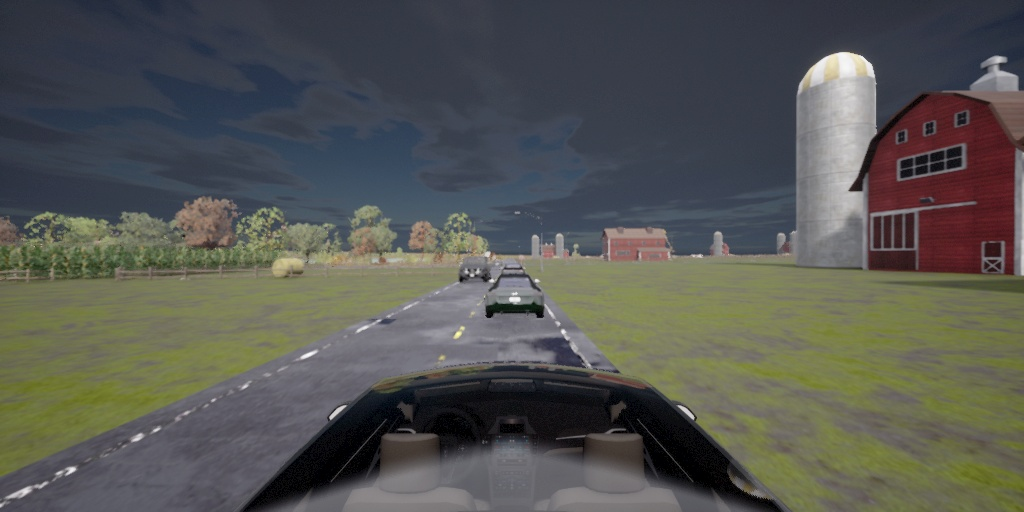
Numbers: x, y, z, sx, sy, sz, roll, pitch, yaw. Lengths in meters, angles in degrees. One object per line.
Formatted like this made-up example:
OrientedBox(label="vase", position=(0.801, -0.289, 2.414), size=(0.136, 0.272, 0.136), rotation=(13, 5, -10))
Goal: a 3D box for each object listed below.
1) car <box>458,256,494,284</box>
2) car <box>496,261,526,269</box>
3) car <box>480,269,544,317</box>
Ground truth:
OrientedBox(label="car", position=(-2.846, 1.027, 28.379), size=(2.150, 2.045, 5.566), rotation=(0, 0, 0))
OrientedBox(label="car", position=(0.086, 1.299, 29.026), size=(2.128, 1.511, 4.902), rotation=(0, 0, 0))
OrientedBox(label="car", position=(0.091, 1.340, 13.283), size=(1.994, 1.385, 4.181), rotation=(0, 0, 0))
